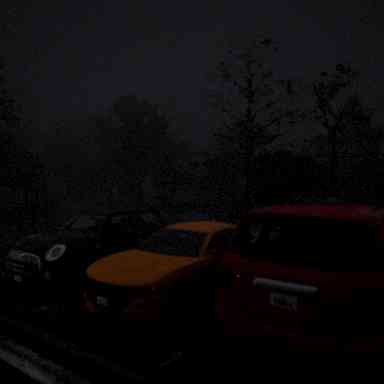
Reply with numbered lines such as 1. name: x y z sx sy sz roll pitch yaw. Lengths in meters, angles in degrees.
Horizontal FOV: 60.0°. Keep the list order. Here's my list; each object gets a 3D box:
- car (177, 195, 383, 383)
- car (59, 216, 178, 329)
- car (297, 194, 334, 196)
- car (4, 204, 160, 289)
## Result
1. car: 2.454 1.188 5.521 2.435 2.045 5.566 1 1 35
2. car: 0.048 1.408 7.178 2.097 1.535 5.008 1 0 35
3. car: 6.361 1.148 17.694 2.435 2.045 5.566 1 0 35
4. car: -2.422 1.251 8.940 2.185 1.767 4.553 1 0 35
